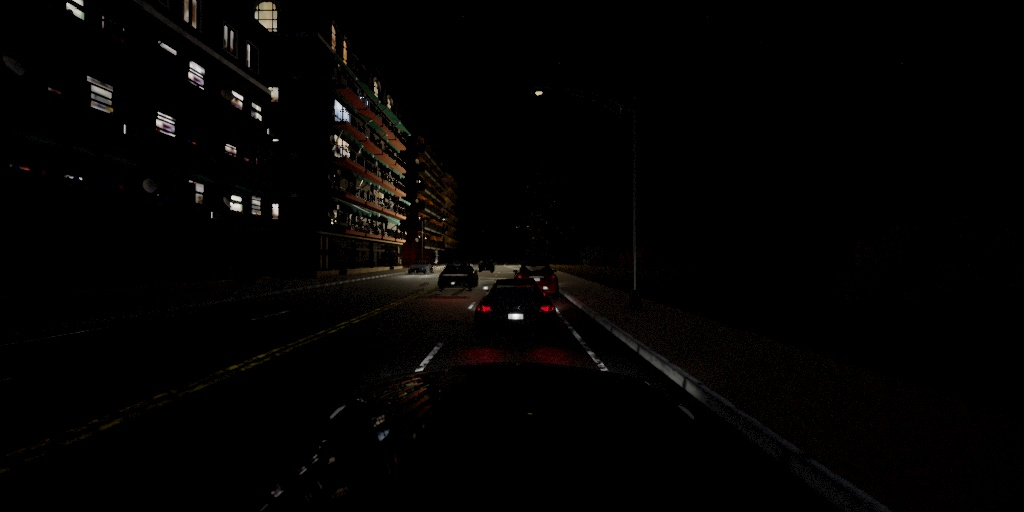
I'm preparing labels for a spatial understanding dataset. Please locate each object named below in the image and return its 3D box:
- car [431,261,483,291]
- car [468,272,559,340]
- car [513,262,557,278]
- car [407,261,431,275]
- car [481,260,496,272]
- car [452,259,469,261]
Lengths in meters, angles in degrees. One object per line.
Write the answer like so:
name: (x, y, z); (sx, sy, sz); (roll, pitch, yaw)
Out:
car: (-3.143, 1.243, 21.571); (2.128, 1.511, 4.902); (0, 0, 0)
car: (0.097, 1.315, 9.983); (1.994, 1.385, 4.181); (0, 0, 0)
car: (1.144, 1.103, 18.563); (2.097, 1.767, 4.553); (0, 0, 0)
car: (-9.835, 1.277, 38.796); (1.812, 1.442, 4.674); (0, 0, 0)
car: (-3.132, 1.240, 44.547); (2.128, 1.511, 4.902); (0, 0, 0)
car: (-6.583, 1.229, 41.655); (1.882, 1.535, 5.008); (0, 0, 0)
